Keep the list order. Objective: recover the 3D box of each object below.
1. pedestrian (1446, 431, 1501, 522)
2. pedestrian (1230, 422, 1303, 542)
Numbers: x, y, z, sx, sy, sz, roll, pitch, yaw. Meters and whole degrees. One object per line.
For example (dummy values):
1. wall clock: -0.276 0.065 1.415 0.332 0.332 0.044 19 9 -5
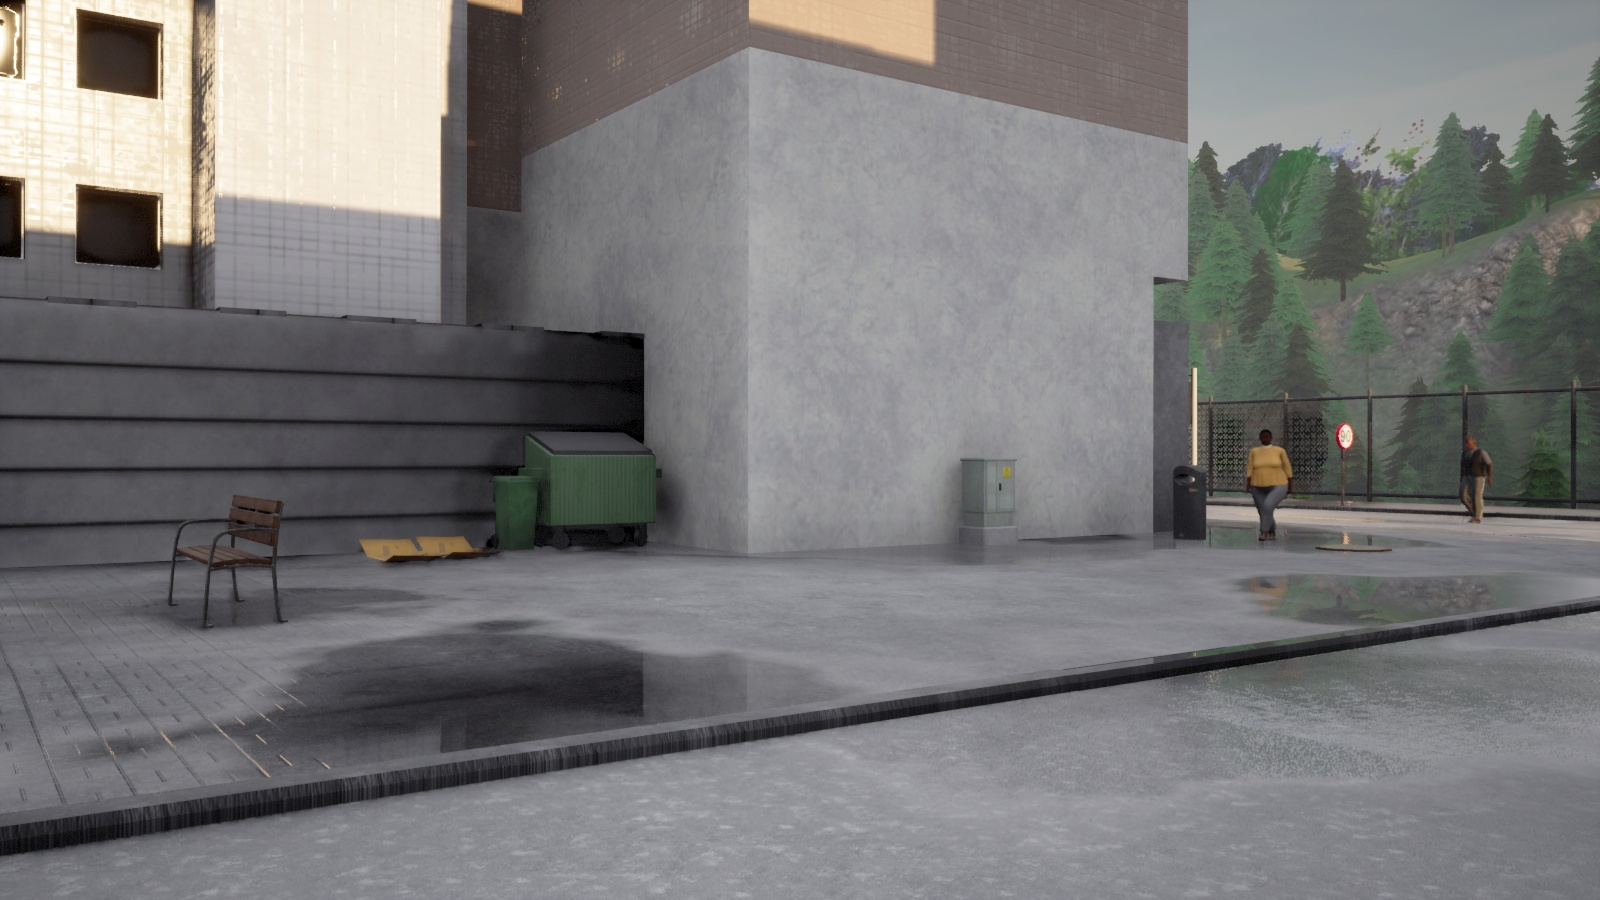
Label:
1. pedestrian: 14.018 0.544 26.140 0.849 1.883 0.563 0 0 -19
2. pedestrian: 7.457 0.498 20.079 0.874 1.855 0.900 0 0 37
